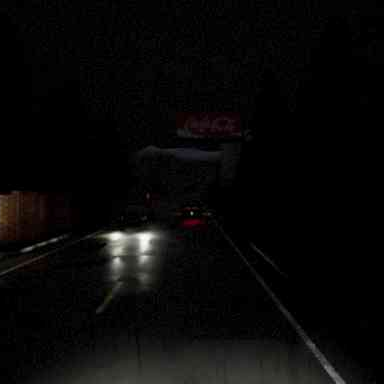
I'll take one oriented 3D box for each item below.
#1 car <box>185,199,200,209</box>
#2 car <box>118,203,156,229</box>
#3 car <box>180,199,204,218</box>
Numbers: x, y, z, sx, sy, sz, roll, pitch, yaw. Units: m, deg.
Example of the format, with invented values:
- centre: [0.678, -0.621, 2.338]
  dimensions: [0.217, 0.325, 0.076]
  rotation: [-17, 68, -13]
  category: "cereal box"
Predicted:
- centre: [0.091, 1.659, 45.123]
  dimensions: [1.895, 1.301, 4.718]
  rotation: [0, -2, 1]
  category: "car"
- centre: [-3.505, 1.483, 21.795]
  dimensions: [1.882, 1.535, 5.008]
  rotation: [0, 0, 0]
  category: "car"
- centre: [0.010, 1.509, 29.897]
  dimensions: [1.837, 1.490, 4.892]
  rotation: [0, 0, 1]
  category: "car"
